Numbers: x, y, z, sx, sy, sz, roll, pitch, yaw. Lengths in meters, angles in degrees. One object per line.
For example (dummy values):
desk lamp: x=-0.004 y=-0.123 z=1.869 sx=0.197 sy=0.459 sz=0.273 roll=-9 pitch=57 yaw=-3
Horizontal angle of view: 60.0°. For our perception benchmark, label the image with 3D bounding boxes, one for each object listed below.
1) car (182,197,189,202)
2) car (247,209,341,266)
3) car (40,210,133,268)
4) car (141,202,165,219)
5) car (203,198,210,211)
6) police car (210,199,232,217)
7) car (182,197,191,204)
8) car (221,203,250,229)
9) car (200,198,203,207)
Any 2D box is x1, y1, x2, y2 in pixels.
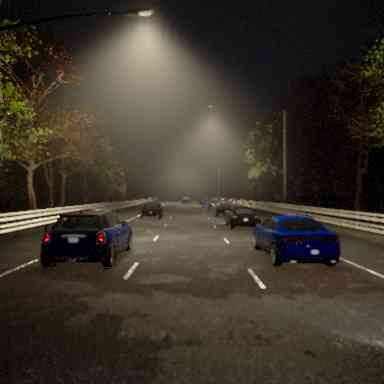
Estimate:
car: x=-1.782 y=1.991 z=91.694 sx=1.994 sy=1.385 sz=4.181 roll=0 pitch=0 yaw=-2
car: x=3.451 y=1.557 z=11.856 sx=1.882 sy=1.535 sz=5.008 roll=0 pitch=0 yaw=0
car: x=-3.457 y=1.431 z=11.775 sx=2.097 sy=1.767 sz=4.553 roll=0 pitch=0 yaw=0
car: x=-3.662 y=1.685 z=31.726 sx=1.882 sy=1.535 sz=5.008 roll=0 pitch=0 yaw=-1
car: x=3.023 y=1.784 z=44.964 sx=2.128 sy=1.511 sz=4.902 roll=0 pitch=0 yaw=-1
police car: x=3.210 y=1.648 z=34.039 sx=1.930 sy=1.638 sz=5.238 roll=0 pitch=0 yaw=-1
car: x=-1.248 y=1.936 z=75.824 sx=2.128 sy=1.511 sz=4.902 roll=0 pitch=0 yaw=-2
car: x=3.355 y=1.714 z=22.892 sx=1.994 sy=1.385 sz=4.181 roll=0 pitch=0 yaw=-1
car: x=2.786 y=1.837 z=55.999 sx=1.882 sy=1.535 sz=5.008 roll=0 pitch=0 yaw=-1
